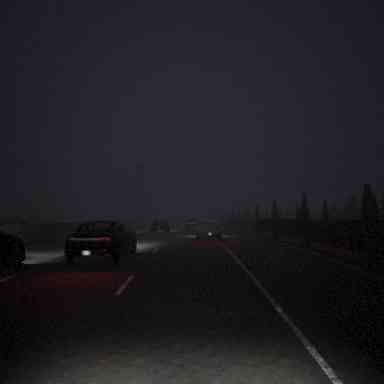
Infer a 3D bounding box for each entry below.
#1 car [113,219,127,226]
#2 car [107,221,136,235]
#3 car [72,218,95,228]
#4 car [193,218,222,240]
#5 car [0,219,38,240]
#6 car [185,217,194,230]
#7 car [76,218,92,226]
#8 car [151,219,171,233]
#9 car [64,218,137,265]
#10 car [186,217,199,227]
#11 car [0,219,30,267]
[{"bbox_3d":[-14.355,6.107,66.877,2.033,1.411,5.357,0,-5,-5],"label":"car"},{"bbox_3d":[-6.900,3.521,33.254,1.895,1.301,4.718,0,-5,0],"label":"car"},{"bbox_3d":[-17.545,5.051,54.044,2.128,1.511,4.902,0,-5,1],"label":"car"},{"bbox_3d":[1.226,2.789,24.930,1.812,1.442,4.674,0,-5,0],"label":"car"},{"bbox_3d":[-14.095,2.878,26.041,1.812,1.442,4.674,0,-5,0],"label":"car"},{"bbox_3d":[0.025,4.411,45.773,1.837,1.490,4.892,0,-4,1],"label":"car"},{"bbox_3d":[-21.283,5.984,65.783,1.837,1.490,4.892,0,-5,-5],"label":"car"},{"bbox_3d":[-3.398,3.673,36.574,2.128,1.511,4.902,0,-5,0],"label":"car"},{"bbox_3d":[-3.400,1.883,13.135,2.128,1.511,4.902,0,-3,0],"label":"car"},{"bbox_3d":[0.006,5.251,58.395,2.097,1.767,4.553,0,-5,-2],"label":"car"},{"bbox_3d":[-6.900,1.578,9.837,2.097,1.767,4.553,0,-2,0],"label":"car"}]
